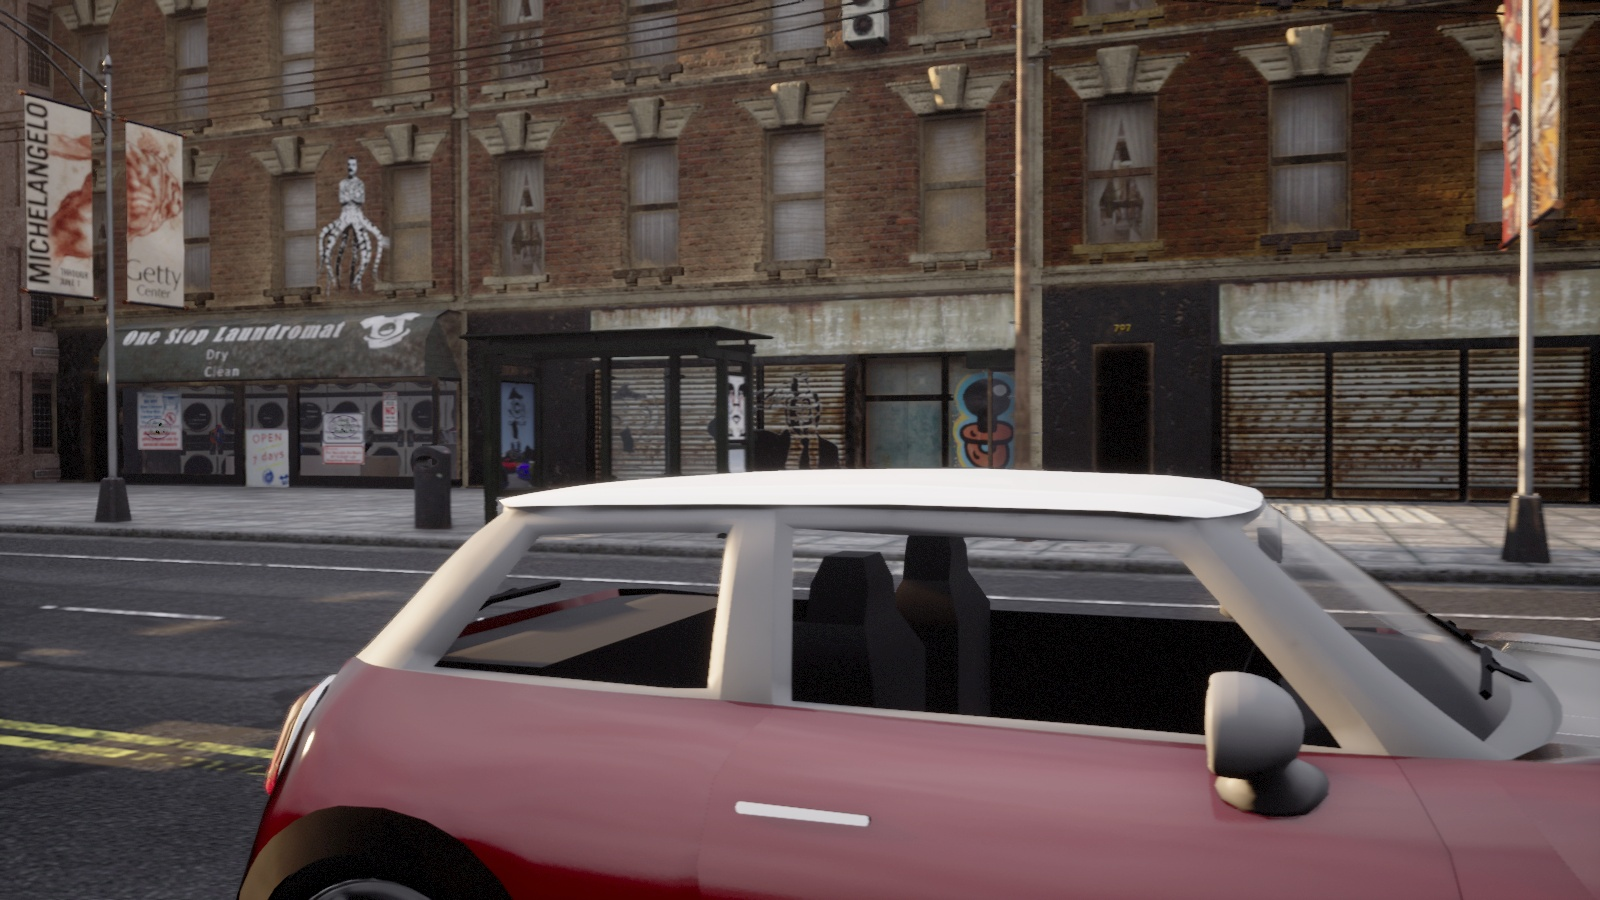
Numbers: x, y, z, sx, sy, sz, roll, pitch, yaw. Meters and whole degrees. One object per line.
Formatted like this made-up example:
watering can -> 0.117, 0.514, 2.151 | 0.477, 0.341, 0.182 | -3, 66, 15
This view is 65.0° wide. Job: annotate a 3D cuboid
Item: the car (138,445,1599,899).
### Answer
car -> 0.733, 0.750, 2.946 | 3.806, 1.475, 1.970 | 1, 1, 19
